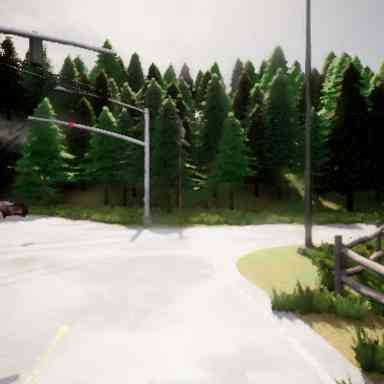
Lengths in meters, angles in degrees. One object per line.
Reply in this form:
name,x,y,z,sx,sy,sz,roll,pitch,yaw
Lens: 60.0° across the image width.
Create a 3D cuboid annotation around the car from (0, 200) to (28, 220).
car,-15.934,1.430,28.055,5.008,1.535,1.882,0,0,31
